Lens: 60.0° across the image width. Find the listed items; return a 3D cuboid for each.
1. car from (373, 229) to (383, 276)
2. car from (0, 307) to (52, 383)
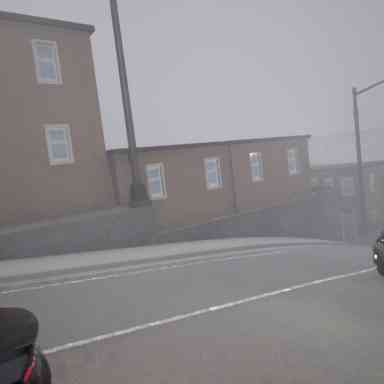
[{"bbox_3d":[7.269,1.320,9.207,5.566,2.045,2.150,3,-2,-36],"label":"car"},{"bbox_3d":[-3.348,1.521,1.651,4.892,1.490,1.837,-1,0,-35],"label":"car"}]
